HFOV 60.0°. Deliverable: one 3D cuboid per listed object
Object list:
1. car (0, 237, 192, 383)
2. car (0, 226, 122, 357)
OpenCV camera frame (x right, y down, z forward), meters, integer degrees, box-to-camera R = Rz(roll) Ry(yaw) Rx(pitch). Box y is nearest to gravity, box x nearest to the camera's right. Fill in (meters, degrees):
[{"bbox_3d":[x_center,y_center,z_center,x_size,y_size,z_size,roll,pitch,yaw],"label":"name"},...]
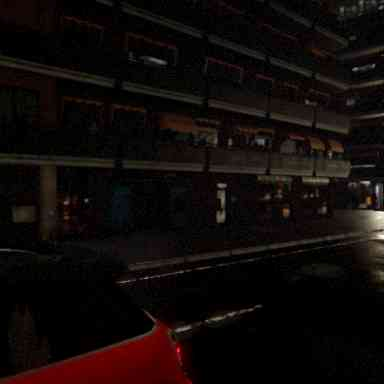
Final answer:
[{"bbox_3d":[-2.244,1.354,2.118,4.553,1.767,2.097,0,0,-36],"label":"car"},{"bbox_3d":[-3.783,1.496,5.011,4.902,1.511,2.128,0,0,-36],"label":"car"}]
